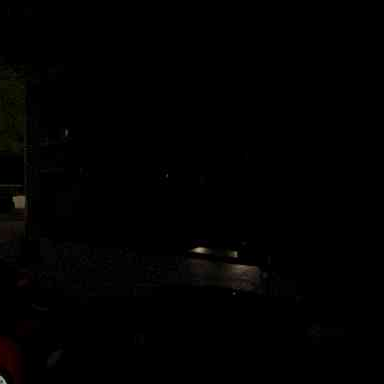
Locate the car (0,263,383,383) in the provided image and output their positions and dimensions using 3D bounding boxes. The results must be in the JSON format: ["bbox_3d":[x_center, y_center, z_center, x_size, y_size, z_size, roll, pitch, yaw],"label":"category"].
[{"bbox_3d":[-0.077,1.545,2.867,4.507,1.381,1.887,0,0,35],"label":"car"}]

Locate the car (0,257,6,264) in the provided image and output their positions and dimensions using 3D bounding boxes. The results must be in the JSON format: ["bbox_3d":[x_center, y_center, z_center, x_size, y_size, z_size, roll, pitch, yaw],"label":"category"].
[{"bbox_3d":[-4.575,1.582,6.064,4.206,1.307,1.802,0,0,35],"label":"car"}]

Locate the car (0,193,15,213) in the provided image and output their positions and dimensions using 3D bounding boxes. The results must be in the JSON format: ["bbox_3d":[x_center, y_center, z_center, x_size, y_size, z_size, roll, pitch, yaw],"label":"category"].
[{"bbox_3d":[-20.526,1.122,32.802,2.150,2.045,5.566,0,0,35],"label":"car"}]
